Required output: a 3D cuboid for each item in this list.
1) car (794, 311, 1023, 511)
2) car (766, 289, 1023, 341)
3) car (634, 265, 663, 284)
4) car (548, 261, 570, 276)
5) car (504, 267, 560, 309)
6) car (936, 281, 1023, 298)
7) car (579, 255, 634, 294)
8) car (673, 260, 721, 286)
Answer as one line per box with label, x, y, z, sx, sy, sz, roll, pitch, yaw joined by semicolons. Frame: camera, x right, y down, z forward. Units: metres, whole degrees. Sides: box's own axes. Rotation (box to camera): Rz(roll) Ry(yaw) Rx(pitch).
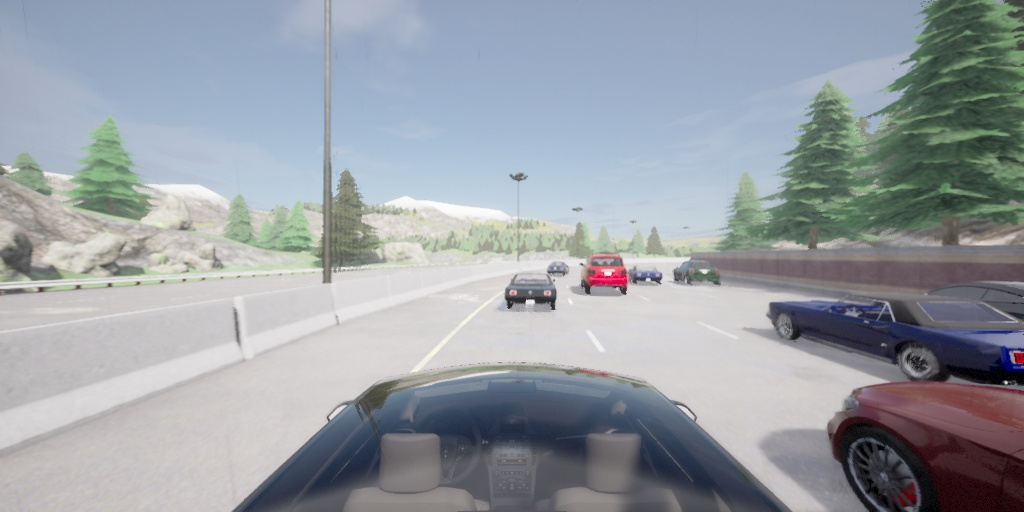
car;3.666;1.287;1.144;1.812;1.442;4.674;0;0;0
car;7.293;1.361;6.927;1.895;1.301;4.718;0;0;2
car;9.660;1.327;26.490;1.895;1.301;4.718;0;0;11
car;4.746;1.239;36.463;2.033;1.411;5.357;0;0;15
car;0.868;1.326;14.811;1.895;1.301;4.718;0;0;6
car;10.884;1.294;8.120;1.812;1.442;4.674;0;0;3
car;5.094;0.948;20.323;2.150;2.045;5.566;0;0;8
car;13.123;1.089;25.757;2.097;1.767;4.553;0;0;11
